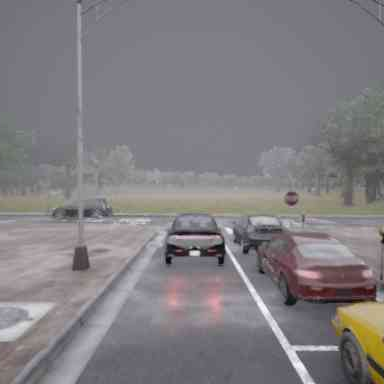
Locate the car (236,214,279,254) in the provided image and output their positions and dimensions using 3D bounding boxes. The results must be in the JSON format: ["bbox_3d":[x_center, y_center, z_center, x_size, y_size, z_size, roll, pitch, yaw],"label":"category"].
[{"bbox_3d":[2.624,1.540,13.330,2.008,1.369,4.403,-1,0,0],"label":"car"}]

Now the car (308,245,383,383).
[{"bbox_3d":[2.622,1.524,2.434,1.752,1.417,4.829,-1,0,0],"label":"car"}]

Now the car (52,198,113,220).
[{"bbox_3d":[-8.795,1.253,26.671,4.553,1.767,2.097,0,1,4],"label":"car"}]

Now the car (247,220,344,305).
[{"bbox_3d":[2.624,1.576,7.797,1.802,1.307,4.206,-1,0,0],"label":"car"}]

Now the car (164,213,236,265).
[{"bbox_3d":[0.090,1.481,11.586,2.128,1.511,4.902,0,0,0],"label":"car"}]
